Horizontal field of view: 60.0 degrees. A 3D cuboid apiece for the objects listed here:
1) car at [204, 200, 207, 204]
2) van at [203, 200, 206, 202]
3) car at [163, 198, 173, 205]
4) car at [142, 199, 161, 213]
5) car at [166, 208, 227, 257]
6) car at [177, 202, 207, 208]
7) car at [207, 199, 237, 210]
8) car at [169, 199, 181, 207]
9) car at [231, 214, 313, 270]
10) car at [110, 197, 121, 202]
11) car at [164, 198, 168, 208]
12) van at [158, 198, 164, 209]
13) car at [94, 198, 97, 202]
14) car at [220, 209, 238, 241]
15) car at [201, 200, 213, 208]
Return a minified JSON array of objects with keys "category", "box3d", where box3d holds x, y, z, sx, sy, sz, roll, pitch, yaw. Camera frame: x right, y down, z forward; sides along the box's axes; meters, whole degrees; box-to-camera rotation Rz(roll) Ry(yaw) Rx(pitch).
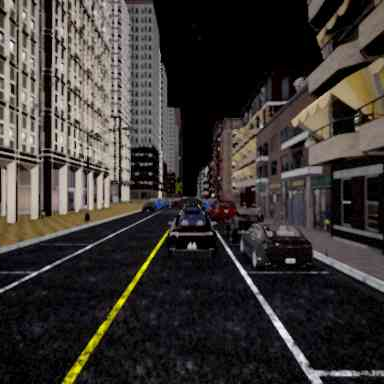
[{"category":"car","box3d":[2.692,2.006,39.513,1.802,1.307,4.206,0,-1,0]},{"category":"van","box3d":[2.692,1.827,45.164,1.690,1.788,3.998,0,-1,0]},{"category":"car","box3d":[-5.686,2.307,79.054,1.967,1.590,4.097,0,-1,0]},{"category":"car","box3d":[-5.688,2.052,45.162,1.947,1.339,4.313,0,-1,0]},{"category":"car","box3d":[0.024,1.636,13.497,2.128,1.511,4.902,0,0,1]},{"category":"car","box3d":[0.024,1.868,28.482,1.994,1.385,4.181,0,-1,1]},{"category":"car","box3d":[2.691,1.616,28.220,2.192,1.841,5.009,0,-1,0]},{"category":"car","box3d":[-3.013,2.273,65.362,1.994,1.385,4.181,0,-1,0]},{"category":"car","box3d":[2.690,1.670,11.273,2.008,1.369,4.403,0,-1,0]},{"category":"car","box3d":[-21.126,2.059,89.840,4.097,1.590,1.967,1,-2,0]},{"category":"car","box3d":[-5.687,2.162,56.459,2.008,1.369,4.403,0,-1,0]},{"category":"van","box3d":[-5.688,1.889,50.813,1.690,1.788,3.998,0,-1,0]},{"category":"car","box3d":[-26.703,2.094,89.825,4.206,1.307,1.802,1,-2,0]},{"category":"car","box3d":[2.690,1.745,16.920,1.947,1.339,4.313,0,-1,0]},{"category":"car","box3d":[2.694,2.225,62.106,2.008,1.369,4.403,0,-1,0]}]
